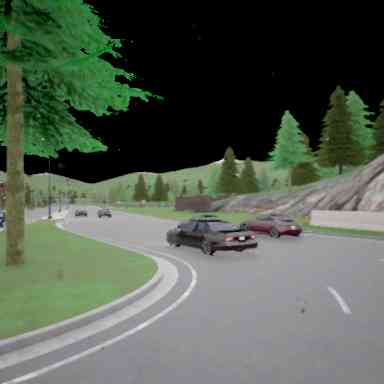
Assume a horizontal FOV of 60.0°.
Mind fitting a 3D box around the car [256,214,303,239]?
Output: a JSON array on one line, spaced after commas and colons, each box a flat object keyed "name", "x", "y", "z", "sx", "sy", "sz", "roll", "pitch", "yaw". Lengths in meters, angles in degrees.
[{"name": "car", "x": 4.898, "y": 2.081, "z": 21.049, "sx": 1.994, "sy": 1.385, "sz": 4.181, "roll": 0, "pitch": -2, "yaw": -30}]

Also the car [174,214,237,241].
[{"name": "car", "x": 0.761, "y": 2.163, "z": 21.304, "sx": 1.994, "sy": 1.385, "sz": 4.181, "roll": 0, "pitch": -2, "yaw": -32}]

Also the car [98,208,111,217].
[{"name": "car", "x": -14.197, "y": 3.336, "z": 53.863, "sx": 2.033, "sy": 1.411, "sz": 5.357, "roll": 0, "pitch": -2, "yaw": -19}]

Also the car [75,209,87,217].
[{"name": "car", "x": -19.204, "y": 3.586, "z": 57.608, "sx": 1.895, "sy": 1.301, "sz": 4.718, "roll": 0, "pitch": -2, "yaw": -19}]

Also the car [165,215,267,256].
[{"name": "car", "x": 0.693, "y": 1.980, "z": 15.381, "sx": 2.033, "sy": 1.411, "sz": 5.357, "roll": 0, "pitch": -2, "yaw": -31}]

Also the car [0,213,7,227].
[{"name": "car", "x": -20.160, "y": 2.882, "z": 34.695, "sx": 1.812, "sy": 1.442, "sz": 4.674, "roll": -1, "pitch": -2, "yaw": -16}]
